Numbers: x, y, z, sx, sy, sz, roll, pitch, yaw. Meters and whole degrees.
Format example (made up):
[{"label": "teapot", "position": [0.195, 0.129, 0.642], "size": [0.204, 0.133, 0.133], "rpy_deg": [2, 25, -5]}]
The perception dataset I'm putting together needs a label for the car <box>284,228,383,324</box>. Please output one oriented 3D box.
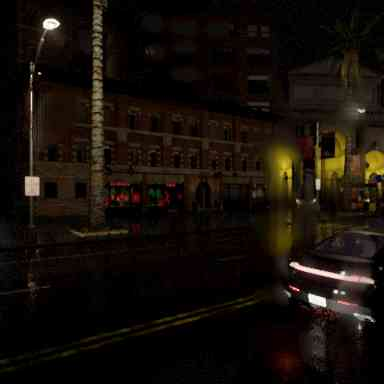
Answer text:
[{"label": "car", "position": [3.951, 1.488, 6.628], "size": [4.902, 1.511, 2.128], "rpy_deg": [0, 0, -35]}]
